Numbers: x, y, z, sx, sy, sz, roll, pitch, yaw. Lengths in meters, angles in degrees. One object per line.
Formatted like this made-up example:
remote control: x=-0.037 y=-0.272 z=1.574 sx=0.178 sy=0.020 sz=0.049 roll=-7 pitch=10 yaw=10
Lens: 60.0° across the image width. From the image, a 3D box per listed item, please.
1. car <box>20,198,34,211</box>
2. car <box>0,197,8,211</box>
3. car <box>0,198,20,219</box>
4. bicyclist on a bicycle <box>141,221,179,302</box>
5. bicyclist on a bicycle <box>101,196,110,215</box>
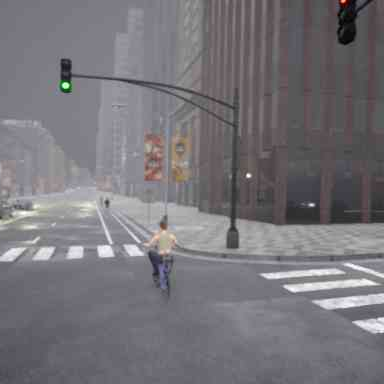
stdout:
car: x=-18.864 y=1.397 z=36.863 sx=1.994 sy=1.385 sz=4.181 roll=1 pitch=0 yaw=-17
car: x=-22.308 y=1.319 z=37.044 sx=2.033 sy=1.411 sz=5.357 roll=1 pitch=0 yaw=-17
car: x=-15.882 y=1.390 z=27.024 sx=2.033 sy=1.411 sz=5.357 roll=1 pitch=0 yaw=-17
bicyclist on a bicycle: x=-0.651 y=1.419 z=7.232 sx=0.866 sy=1.612 sz=1.509 roll=1 pitch=1 yaw=-17
bicyclist on a bicycle: x=-8.263 y=1.374 z=32.366 sx=0.659 sy=1.776 sz=1.843 roll=1 pitch=0 yaw=-17
